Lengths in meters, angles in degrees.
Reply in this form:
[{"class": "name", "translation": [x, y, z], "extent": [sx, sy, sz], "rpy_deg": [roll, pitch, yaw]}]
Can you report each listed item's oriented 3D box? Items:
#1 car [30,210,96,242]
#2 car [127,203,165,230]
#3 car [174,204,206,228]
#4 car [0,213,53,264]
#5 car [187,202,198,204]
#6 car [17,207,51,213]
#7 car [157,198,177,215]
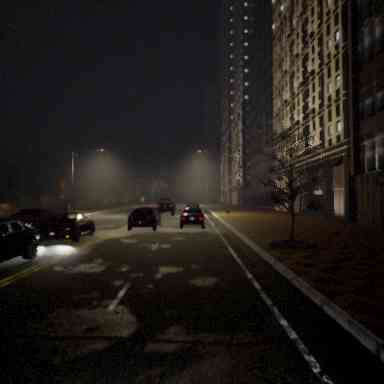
[{"class": "car", "translation": [-6.497, 1.781, 17.439], "extent": [1.994, 1.385, 4.181], "rpy_deg": [0, -1, 0]}, {"class": "car", "translation": [-3.226, 1.774, 23.288], "extent": [1.882, 1.535, 5.008], "rpy_deg": [0, -1, 1]}, {"class": "car", "translation": [0.041, 1.866, 24.872], "extent": [2.033, 1.411, 5.357], "rpy_deg": [0, -1, 1]}, {"class": "car", "translation": [-6.522, 1.616, 10.354], "extent": [2.128, 1.511, 4.902], "rpy_deg": [0, -1, 1]}, {"class": "car", "translation": [0.094, 2.073, 43.742], "extent": [1.882, 1.535, 5.008], "rpy_deg": [0, -1, 0]}, {"class": "car", "translation": [-9.747, 1.735, 20.462], "extent": [1.882, 1.535, 5.008], "rpy_deg": [0, -1, 0]}, {"class": "car", "translation": [-3.166, 1.783, 41.343], "extent": [2.150, 2.045, 5.566], "rpy_deg": [0, -1, 0]}]
